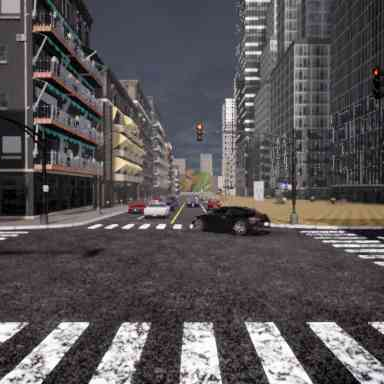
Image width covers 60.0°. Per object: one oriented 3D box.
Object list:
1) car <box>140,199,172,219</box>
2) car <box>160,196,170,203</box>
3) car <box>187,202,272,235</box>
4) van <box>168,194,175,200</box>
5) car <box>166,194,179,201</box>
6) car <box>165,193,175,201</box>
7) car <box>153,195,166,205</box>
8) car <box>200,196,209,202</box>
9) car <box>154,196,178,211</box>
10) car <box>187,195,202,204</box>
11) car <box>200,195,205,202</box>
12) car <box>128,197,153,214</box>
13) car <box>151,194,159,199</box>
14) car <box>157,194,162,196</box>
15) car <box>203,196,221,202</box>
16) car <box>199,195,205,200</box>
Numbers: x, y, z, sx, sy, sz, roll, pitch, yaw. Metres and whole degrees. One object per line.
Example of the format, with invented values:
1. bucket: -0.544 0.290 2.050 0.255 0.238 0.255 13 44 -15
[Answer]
1. car: -3.064 1.596 29.467 1.895 1.301 4.718 0 0 0
2. car: -5.616 1.583 69.311 1.802 1.307 4.206 -1 0 0
3. car: 2.090 1.483 18.282 4.674 1.442 1.812 -2 0 44
4. van: -5.592 1.349 91.906 1.690 1.788 3.998 -1 0 0
5. car: -3.028 1.502 50.003 1.837 1.490 4.892 0 0 0
6. car: -5.599 1.321 86.258 2.192 1.841 5.009 -1 0 0
7. car: -5.632 1.438 58.013 1.967 1.590 4.097 -1 0 0
8. car: 2.738 1.547 75.007 1.887 1.381 4.507 -1 0 0
9. car: -3.040 1.559 39.528 1.994 1.385 4.181 0 0 1
10. car: 0.171 1.597 51.955 1.895 1.301 4.718 0 0 0
11. car: 2.724 1.550 63.709 2.008 1.369 4.403 -1 0 0
12. car: -5.658 1.540 35.417 1.887 1.381 4.507 -1 0 0
13. car: -5.653 1.435 41.066 1.967 1.590 4.097 -1 0 0
14. car: -5.640 1.312 52.365 2.192 1.841 5.009 -1 0 0
15. car: 2.696 1.540 41.113 1.887 1.381 4.507 -1 0 0
16. car: 2.758 1.534 92.125 1.752 1.417 4.829 -1 0 0
